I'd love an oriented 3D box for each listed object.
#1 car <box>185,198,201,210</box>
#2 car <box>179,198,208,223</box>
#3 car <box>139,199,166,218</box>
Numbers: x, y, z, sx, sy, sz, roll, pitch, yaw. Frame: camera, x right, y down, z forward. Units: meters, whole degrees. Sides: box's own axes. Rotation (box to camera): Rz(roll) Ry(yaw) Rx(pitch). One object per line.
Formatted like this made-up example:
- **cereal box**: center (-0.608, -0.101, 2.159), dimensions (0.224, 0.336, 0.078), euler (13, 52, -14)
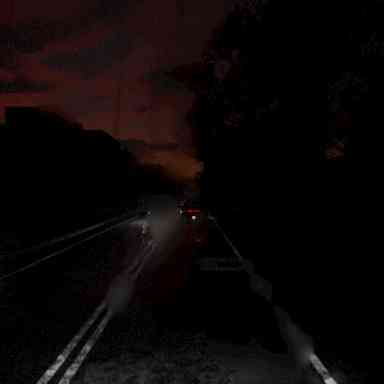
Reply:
- **car**: center (0.134, 1.434, 41.821), dimensions (1.895, 1.301, 4.718), euler (0, 0, 0)
- **car**: center (0.117, 1.414, 24.532), dimensions (1.837, 1.490, 4.892), euler (0, 1, 0)
- **car**: center (-3.322, 1.382, 28.560), dimensions (2.128, 1.511, 4.902), euler (0, 0, 0)
